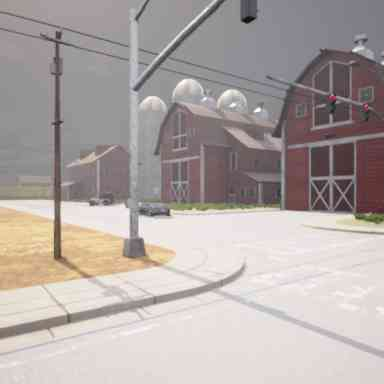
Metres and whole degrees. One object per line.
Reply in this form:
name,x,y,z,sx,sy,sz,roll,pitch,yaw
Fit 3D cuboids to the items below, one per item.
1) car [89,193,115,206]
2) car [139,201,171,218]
car,-13.720,1.104,50.639,3.866,1.878,1.905,-2,5,11
car,-3.706,1.528,30.213,1.994,1.385,4.181,0,0,-36
